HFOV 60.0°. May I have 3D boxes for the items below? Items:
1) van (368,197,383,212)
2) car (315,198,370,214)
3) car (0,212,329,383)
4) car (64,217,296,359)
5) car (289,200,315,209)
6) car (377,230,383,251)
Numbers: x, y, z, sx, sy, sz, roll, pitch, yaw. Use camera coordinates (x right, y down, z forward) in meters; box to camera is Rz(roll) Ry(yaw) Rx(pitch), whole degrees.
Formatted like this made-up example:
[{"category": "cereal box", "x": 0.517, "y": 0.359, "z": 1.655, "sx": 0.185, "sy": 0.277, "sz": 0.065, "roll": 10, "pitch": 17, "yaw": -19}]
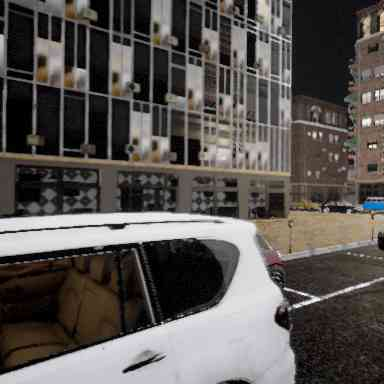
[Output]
[{"category": "van", "x": 22.713, "y": 1.538, "z": 39.986, "sx": 1.690, "sy": 1.788, "sz": 3.998, "roll": 0, "pitch": -1, "yaw": -35}, {"category": "car", "x": 15.824, "y": 1.630, "z": 35.211, "sx": 2.008, "sy": 1.369, "sz": 4.403, "roll": 1, "pitch": -1, "yaw": -35}, {"category": "car", "x": -1.698, "y": 1.221, "z": 2.166, "sx": 5.566, "sy": 2.045, "sz": 2.150, "roll": 0, "pitch": 0, "yaw": -35}, {"category": "car", "x": -0.106, "y": 1.442, "z": 6.468, "sx": 4.097, "sy": 1.590, "sz": 1.967, "roll": 0, "pitch": 1, "yaw": -35}, {"category": "car", "x": 16.288, "y": 1.800, "z": 49.243, "sx": 1.752, "sy": 1.417, "sz": 4.829, "roll": 1, "pitch": -1, "yaw": -35}, {"category": "car", "x": 8.973, "y": 1.572, "z": 12.939, "sx": 4.313, "sy": 1.339, "sz": 1.947, "roll": 0, "pitch": 1, "yaw": -35}]
